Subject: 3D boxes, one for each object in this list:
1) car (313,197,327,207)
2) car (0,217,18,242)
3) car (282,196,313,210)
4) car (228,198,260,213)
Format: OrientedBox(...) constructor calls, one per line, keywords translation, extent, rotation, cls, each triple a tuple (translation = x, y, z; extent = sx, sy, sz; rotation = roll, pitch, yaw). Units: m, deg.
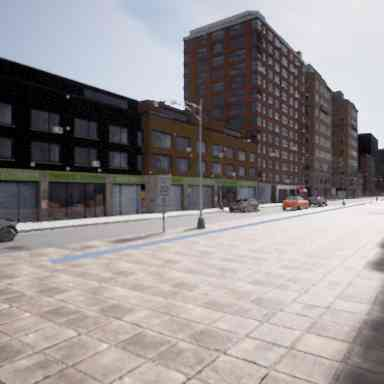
OrientedBox(translation=(18.723, 1.428, 49.571), extent=(2.128, 1.511, 4.902), rotation=(0, 0, 36), cls="car")
OrientedBox(translation=(-9.894, 1.571, 14.400), extent=(1.994, 1.385, 4.181), rotation=(0, 0, 36), cls="car")
OrientedBox(translation=(12.941, 1.300, 41.384), extent=(2.097, 1.767, 4.553), rotation=(0, 0, 36), cls="car")
OrientedBox(translation=(5.739, 1.463, 36.272), extent=(1.837, 1.490, 4.892), rotation=(0, 0, 36), cls="car")
